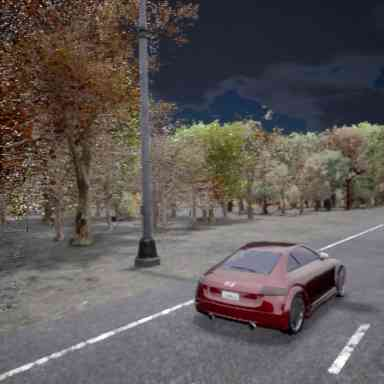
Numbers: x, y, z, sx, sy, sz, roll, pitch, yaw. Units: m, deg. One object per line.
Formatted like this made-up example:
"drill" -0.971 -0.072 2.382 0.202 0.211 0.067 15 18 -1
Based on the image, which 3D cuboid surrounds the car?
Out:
"car" 1.908 1.771 7.292 1.994 1.385 4.181 -3 -2 38
